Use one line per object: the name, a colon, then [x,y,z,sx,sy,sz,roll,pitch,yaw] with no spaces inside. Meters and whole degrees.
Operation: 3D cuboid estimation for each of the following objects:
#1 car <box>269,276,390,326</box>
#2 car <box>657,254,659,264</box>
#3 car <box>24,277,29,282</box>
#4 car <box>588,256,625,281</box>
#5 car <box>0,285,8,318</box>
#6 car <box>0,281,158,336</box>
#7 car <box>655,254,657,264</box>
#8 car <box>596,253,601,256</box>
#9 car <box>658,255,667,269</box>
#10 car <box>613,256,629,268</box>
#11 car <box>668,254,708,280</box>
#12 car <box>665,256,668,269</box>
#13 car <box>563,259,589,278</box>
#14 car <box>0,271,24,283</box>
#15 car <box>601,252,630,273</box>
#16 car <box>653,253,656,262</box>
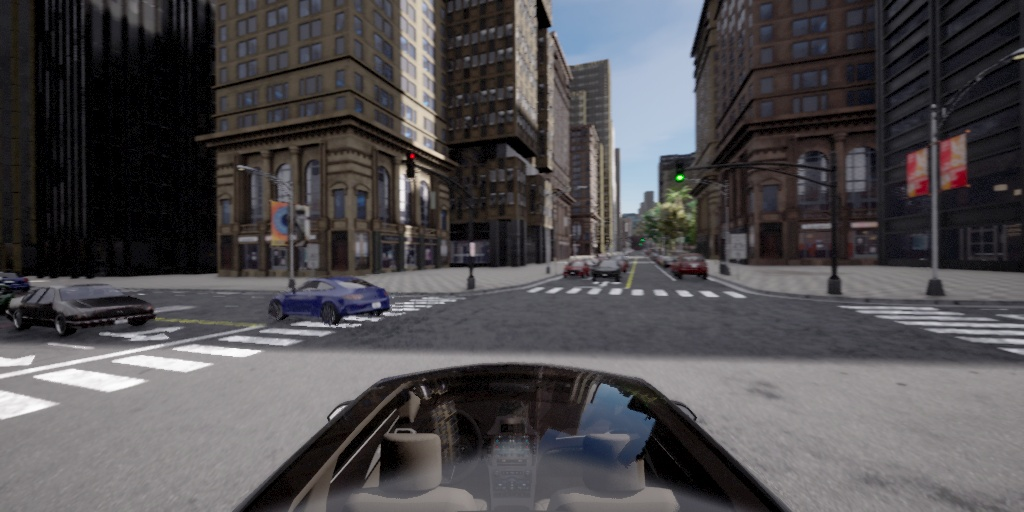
car: [-6.210,1.424,12.186,4.674,1.442,1.812,-2,-1,29]
car: [20.928,0.710,48.369,1.751,1.417,4.829,0,0,19]
car: [-39.666,1.973,27.570,4.553,1.767,2.097,-1,0,19]
car: [7.178,0.997,26.858,1.882,1.535,5.008,0,0,20]
car: [-14.944,1.579,8.547,4.902,1.511,2.128,-1,0,20]
car: [-14.167,1.629,11.740,5.357,1.411,2.033,-1,0,22]
car: [22.711,0.693,53.435,1.802,1.307,4.207,0,0,19]
car: [12.829,0.566,51.035,2.192,1.841,5.009,0,0,19]
car: [19.032,0.820,42.981,1.948,1.339,4.313,0,0,19]
car: [14.775,0.760,48.356,1.837,1.490,4.892,0,0,20]
car: [13.514,0.760,27.302,2.192,1.841,5.009,0,0,19]
car: [15.353,0.929,32.527,1.888,1.381,4.507,0,0,19]
car: [5.472,1.058,30.131,1.888,1.381,4.507,0,0,19]
car: [-23.671,1.498,15.013,5.566,2.045,2.150,-1,0,19]
car: [10.489,0.760,36.248,2.097,1.767,4.553,0,0,20]
car: [24.550,0.474,58.662,1.967,1.591,4.097,0,0,19]
